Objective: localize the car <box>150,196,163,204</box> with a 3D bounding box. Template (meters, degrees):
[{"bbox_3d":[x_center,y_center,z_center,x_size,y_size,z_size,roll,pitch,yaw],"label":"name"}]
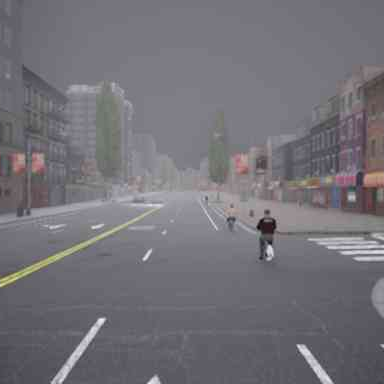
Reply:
[{"bbox_3d":[-6.491,1.427,61.203,1.895,1.301,4.718,0,1,0],"label":"car"}]

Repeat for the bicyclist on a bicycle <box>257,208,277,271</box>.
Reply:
[{"bbox_3d":[2.243,1.366,10.141,0.659,1.776,1.843,-1,3,0],"label":"bicyclist on a bicycle"}]

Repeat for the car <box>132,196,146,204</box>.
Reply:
[{"bbox_3d":[-9.742,1.390,61.233,1.994,1.385,4.181,0,1,0],"label":"car"}]

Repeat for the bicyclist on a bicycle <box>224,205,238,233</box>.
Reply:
[{"bbox_3d":[2.275,1.544,19.157,0.866,1.612,1.509,1,-3,0],"label":"bicyclist on a bicycle"}]

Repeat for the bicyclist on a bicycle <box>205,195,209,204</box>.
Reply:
[{"bbox_3d":[2.259,1.308,51.524,0.659,1.776,1.843,0,1,0],"label":"bicyclist on a bicycle"}]
